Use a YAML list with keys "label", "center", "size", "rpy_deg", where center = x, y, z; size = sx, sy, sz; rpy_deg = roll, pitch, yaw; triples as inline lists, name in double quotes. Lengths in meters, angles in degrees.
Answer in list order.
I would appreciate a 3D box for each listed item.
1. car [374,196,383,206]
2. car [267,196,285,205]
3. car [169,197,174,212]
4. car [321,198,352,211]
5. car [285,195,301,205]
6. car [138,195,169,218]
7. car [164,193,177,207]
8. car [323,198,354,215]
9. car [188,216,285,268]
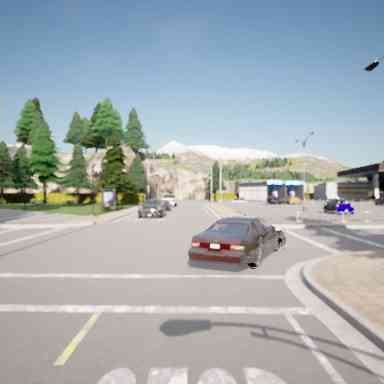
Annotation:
- label: "car"
  center: [29.125, 1.379, 50.284]
  size: [1.845, 1.501, 3.633]
  rpy_deg: [0, 0, 0]
- label: "car"
  center: [14.220, 1.407, 58.057]
  size: [2.007, 1.523, 4.514]
  rpy_deg: [0, 0, 0]
- label: "car"
  center: [-3.580, 1.610, 40.101]
  size: [1.994, 1.385, 4.181]
  rpy_deg: [0, 0, 0]
- label: "car"
  center: [17.021, 1.430, 39.414]
  size: [1.970, 1.475, 3.806]
  rpy_deg: [0, 0, 0]
- label: "car"
  center: [17.357, 1.398, 58.077]
  size: [2.152, 1.636, 5.027]
  rpy_deg: [0, 0, 0]
- label: "car"
  center: [-3.586, 1.387, 30.233]
  size: [2.097, 1.767, 4.553]
  rpy_deg: [0, 0, 0]
- label: "car"
  center: [-3.563, 1.274, 52.024]
  size: [2.150, 2.045, 5.566]
  rpy_deg: [0, 1, 0]
- label: "car"
  center: [13.965, 1.411, 32.024]
  size: [1.845, 1.501, 3.633]
  rpy_deg: [0, 0, 0]
- label: "car"
  center: [1.771, 1.547, 11.427]
  size: [2.033, 1.411, 5.357]
  rpy_deg: [0, 0, 27]
